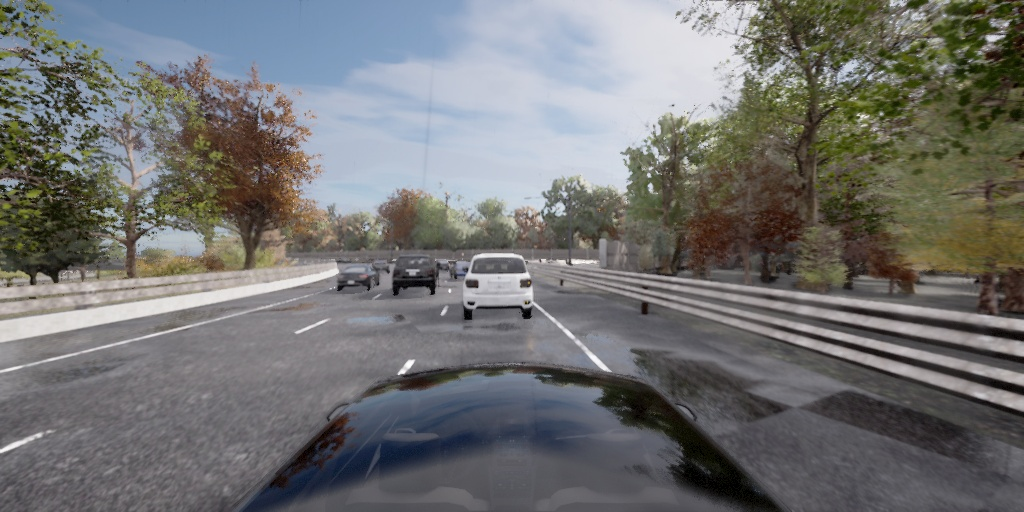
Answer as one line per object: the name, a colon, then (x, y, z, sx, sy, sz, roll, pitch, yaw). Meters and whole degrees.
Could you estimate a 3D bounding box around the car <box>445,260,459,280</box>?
car: (-4.350, 1.244, 31.260, 2.033, 1.411, 5.357, 0, 0, -15)

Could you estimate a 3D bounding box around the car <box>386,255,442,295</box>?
car: (-5.222, 0.945, 19.920, 2.150, 2.045, 5.566, 0, 0, -9)

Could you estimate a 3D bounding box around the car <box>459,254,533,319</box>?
car: (-0.594, 0.949, 12.908, 2.150, 2.045, 5.566, 0, 0, -5)

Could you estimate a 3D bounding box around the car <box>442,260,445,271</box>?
car: (-8.684, 1.207, 43.638, 1.812, 1.442, 4.674, 0, 0, -23)

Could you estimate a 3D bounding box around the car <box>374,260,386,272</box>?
car: (-15.513, 1.194, 42.090, 2.128, 1.511, 4.902, 0, 0, -23)

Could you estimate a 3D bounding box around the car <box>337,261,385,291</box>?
car: (-9.154, 1.256, 21.625, 1.812, 1.442, 4.674, 0, 0, -11)
